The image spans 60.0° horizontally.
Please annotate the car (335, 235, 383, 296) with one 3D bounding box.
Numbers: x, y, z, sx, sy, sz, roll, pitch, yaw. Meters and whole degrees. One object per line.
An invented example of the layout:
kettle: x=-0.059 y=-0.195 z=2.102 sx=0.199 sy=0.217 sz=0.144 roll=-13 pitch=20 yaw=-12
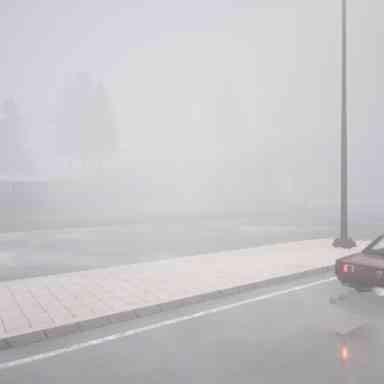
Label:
car: x=5.386 y=1.601 z=7.586 sx=4.718 sy=1.301 sz=1.895 roll=0 pitch=0 yaw=-35
